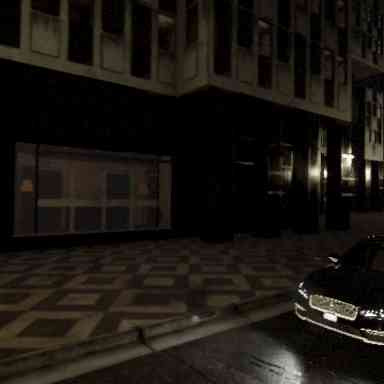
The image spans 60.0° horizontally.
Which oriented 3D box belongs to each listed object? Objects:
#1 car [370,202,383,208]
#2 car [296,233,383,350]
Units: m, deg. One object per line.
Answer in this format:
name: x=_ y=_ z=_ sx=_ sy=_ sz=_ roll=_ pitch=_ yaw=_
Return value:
car: x=33.040 y=2.506 z=61.718 sx=1.802 sy=1.307 sz=4.206 roll=1 pitch=-1 yaw=-35
car: x=3.974 y=1.580 z=6.212 sx=4.892 sy=1.490 sz=1.837 roll=1 pitch=0 yaw=-35
